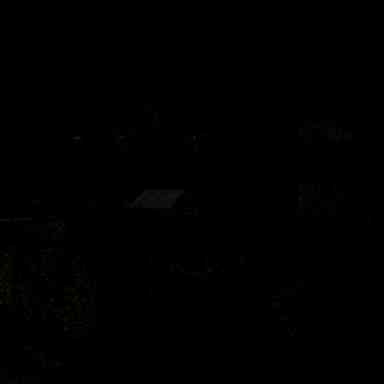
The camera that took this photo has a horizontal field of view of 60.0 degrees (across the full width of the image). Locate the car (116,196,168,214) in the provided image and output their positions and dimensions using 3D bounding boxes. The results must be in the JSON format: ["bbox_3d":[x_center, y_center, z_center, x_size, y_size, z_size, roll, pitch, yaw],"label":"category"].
[{"bbox_3d":[-4.610,1.382,31.526,2.150,2.045,5.566,0,0,36],"label":"car"}]

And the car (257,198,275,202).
[{"bbox_3d":[10.759,1.668,50.013,4.892,1.490,1.837,1,-1,-44],"label":"car"}]
